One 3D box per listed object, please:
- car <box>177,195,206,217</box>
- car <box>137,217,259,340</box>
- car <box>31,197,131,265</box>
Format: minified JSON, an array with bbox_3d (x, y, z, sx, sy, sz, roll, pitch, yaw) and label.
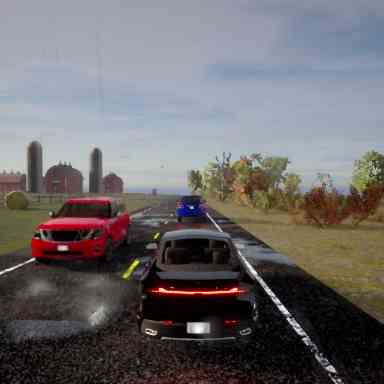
[{"bbox_3d":[-0.033,1.220,26.430,2.150,2.045,5.566,0,0,-1],"label":"car"},{"bbox_3d":[0.083,1.504,6.710,1.837,1.490,4.892,0,0,0],"label":"car"},{"bbox_3d":[-3.633,1.220,12.085,2.150,2.045,5.566,0,0,0],"label":"car"}]
